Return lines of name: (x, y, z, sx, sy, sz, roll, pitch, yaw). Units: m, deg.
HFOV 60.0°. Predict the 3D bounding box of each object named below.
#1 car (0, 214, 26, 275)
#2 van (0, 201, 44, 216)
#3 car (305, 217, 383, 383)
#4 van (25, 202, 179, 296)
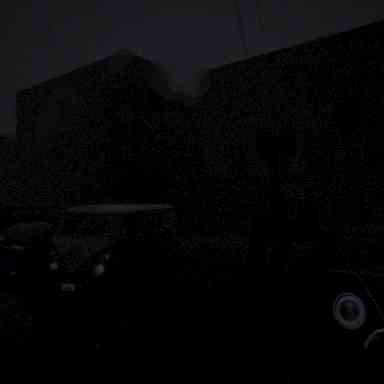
car: (-4.168, 1.551, 10.398, 2.097, 1.535, 5.008, 0, -1, 15)
van: (-6.528, 1.351, 12.220, 1.878, 1.987, 4.442, 0, -1, 15)
car: (3.022, 1.364, 5.335, 2.185, 1.767, 4.553, 0, -1, 15)
van: (-1.798, 1.301, 8.594, 1.878, 1.987, 4.442, 0, -1, 15)
